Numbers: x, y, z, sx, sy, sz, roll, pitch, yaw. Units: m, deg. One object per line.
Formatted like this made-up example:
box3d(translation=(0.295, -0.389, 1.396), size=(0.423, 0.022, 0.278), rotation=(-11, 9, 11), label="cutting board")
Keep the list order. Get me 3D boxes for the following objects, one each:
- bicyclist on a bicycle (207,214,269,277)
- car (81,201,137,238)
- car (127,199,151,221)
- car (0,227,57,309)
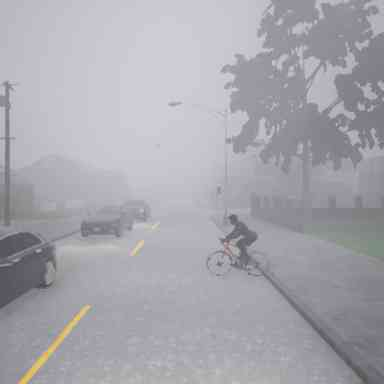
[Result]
box3d(translation=(1.213, 1.415, 8.674), size=(1.656, 1.620, 0.582), rotation=(1, 0, -1), label="bicyclist on a bicycle")
box3d(translation=(-4.428, 1.472, 17.883), size=(1.882, 1.535, 5.008), rotation=(0, 0, -1), label="car")
box3d(translation=(-4.533, 1.343, 26.589), size=(2.097, 1.767, 4.553), rotation=(0, 0, -1), label="car")
box3d(translation=(-4.209, 1.505, 6.380), size=(1.837, 1.490, 4.892), rotation=(0, -1, -1), label="car")
